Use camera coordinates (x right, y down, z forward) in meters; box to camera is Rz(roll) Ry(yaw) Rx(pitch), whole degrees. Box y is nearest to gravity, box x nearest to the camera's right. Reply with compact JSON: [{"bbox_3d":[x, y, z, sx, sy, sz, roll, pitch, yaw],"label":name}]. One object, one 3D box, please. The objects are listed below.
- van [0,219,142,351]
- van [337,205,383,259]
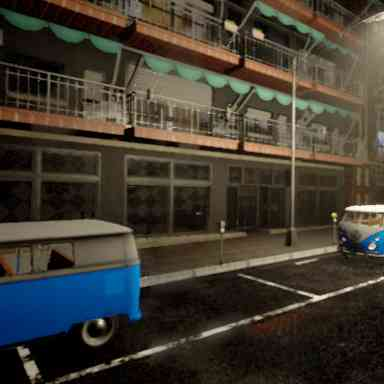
[{"bbox_3d":[-2.683,1.341,4.623,3.998,1.788,1.690,0,1,-35],"label":"van"},{"bbox_3d":[6.571,1.337,11.231,3.998,1.788,1.690,0,1,-35],"label":"van"}]
